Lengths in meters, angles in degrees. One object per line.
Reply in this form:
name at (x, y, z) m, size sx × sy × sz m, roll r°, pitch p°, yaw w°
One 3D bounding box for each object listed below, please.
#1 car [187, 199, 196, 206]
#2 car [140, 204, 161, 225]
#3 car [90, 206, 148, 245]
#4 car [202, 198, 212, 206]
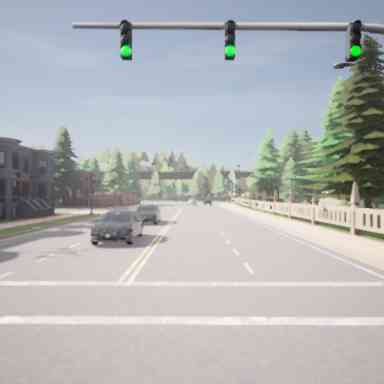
car at (-0.028, 2.192, 74.438) m, size 1.812 × 1.442 × 4.674 m, roll 0°, pitch -1°, yaw 0°
car at (-3.577, 1.777, 26.971) m, size 1.837 × 1.490 × 4.892 m, roll 0°, pitch -1°, yaw 0°
car at (-3.602, 1.673, 16.602) m, size 1.837 × 1.490 × 4.892 m, roll 0°, pitch -1°, yaw 0°
car at (3.472, 2.167, 74.439) m, size 1.837 × 1.490 × 4.892 m, roll 0°, pitch -1°, yaw 0°
